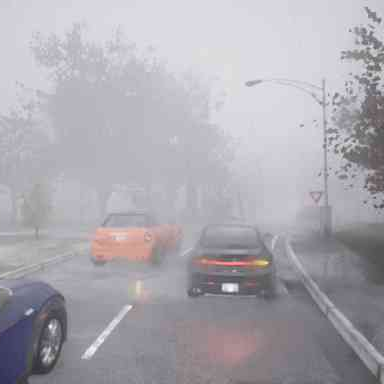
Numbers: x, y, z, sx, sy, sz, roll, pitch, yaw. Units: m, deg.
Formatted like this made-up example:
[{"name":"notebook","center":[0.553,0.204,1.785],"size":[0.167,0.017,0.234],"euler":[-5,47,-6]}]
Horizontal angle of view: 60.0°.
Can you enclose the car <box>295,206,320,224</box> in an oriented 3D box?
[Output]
[{"name":"car","center":[13.932,2.749,39.902],"size":[2.150,2.045,5.566],"euler":[0,-3,7]}]

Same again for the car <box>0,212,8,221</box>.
[{"name":"car","center":[-27.458,3.326,45.348],"size":[2.128,1.511,4.902],"euler":[-1,-4,12]}]

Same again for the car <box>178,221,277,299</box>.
[{"name":"car","center":[1.017,1.498,8.490],"size":[1.837,1.490,4.892],"euler":[-1,0,8]}]

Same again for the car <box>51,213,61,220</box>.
[{"name":"car","center":[-25.358,4.126,57.414],"size":[2.033,1.411,5.357],"euler":[-3,-5,40]}]

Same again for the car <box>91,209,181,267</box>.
[{"name":"car","center":[-1.709,1.381,11.717],"size":[2.097,1.767,4.553],"euler":[-1,0,9]}]

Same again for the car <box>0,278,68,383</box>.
[{"name":"car","center":[-2.852,1.359,2.813],"size":[2.097,1.767,4.553],"euler":[0,0,3]}]
